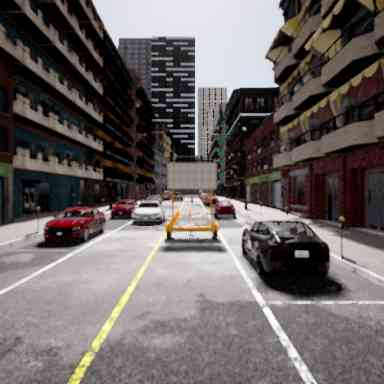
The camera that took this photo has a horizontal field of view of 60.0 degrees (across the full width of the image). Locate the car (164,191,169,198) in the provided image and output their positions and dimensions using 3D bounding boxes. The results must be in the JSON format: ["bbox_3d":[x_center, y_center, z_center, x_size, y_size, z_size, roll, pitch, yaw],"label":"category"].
[{"bbox_3d":[-5.298,0.949,66.752,1.887,1.381,4.507,1,0,0],"label":"car"}]

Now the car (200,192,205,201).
[{"bbox_3d":[2.580,1.092,49.693,1.887,1.381,4.507,1,0,0],"label":"car"}]

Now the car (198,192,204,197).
[{"bbox_3d":[2.586,0.711,95.377,1.752,1.417,4.829,0,0,0],"label":"car"}]

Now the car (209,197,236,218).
[{"bbox_3d":[2.576,1.329,26.934,1.802,1.307,4.206,1,1,0],"label":"car"}]

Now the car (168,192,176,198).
[{"bbox_3d":[-5.295,0.774,89.510,1.887,1.381,4.507,0,0,0],"label":"car"}]

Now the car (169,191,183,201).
[{"bbox_3d":[-2.768,0.779,64.032,2.097,1.767,4.553,0,0,1],"label":"car"}]

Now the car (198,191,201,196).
[{"bbox_3d":[2.582,0.975,61.241,1.752,1.417,4.829,0,0,0],"label":"car"}]

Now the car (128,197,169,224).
[{"bbox_3d":[-2.847,1.311,22.713,1.812,1.442,4.674,0,1,0],"label":"car"}]

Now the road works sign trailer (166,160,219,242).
[{"bbox_3d":[0.002,0.315,15.535,2.380,3.560,2.880,0,1,0],"label":"road works sign trailer"}]

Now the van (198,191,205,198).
[{"bbox_3d":[2.587,0.570,89.516,1.690,1.788,3.998,0,0,0],"label":"van"}]

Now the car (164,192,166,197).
[{"bbox_3d":[-5.300,1.075,49.513,1.752,1.417,4.829,1,0,0],"label":"car"}]

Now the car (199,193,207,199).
[{"bbox_3d":[2.583,0.896,78.139,1.802,1.307,4.206,0,0,0],"label":"car"}]

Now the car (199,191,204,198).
[{"bbox_3d":[2.581,1.043,55.381,1.887,1.381,4.507,1,0,0],"label":"car"}]

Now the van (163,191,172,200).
[{"bbox_3d":[-5.295,0.700,72.438,1.690,1.788,3.998,1,0,0],"label":"van"}]

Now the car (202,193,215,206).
[{"bbox_3d":[2.579,1.179,44.003,1.802,1.307,4.206,1,0,0],"label":"car"}]

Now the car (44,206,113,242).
[{"bbox_3d":[-5.305,1.396,15.545,1.887,1.381,4.507,1,1,0],"label":"car"}]

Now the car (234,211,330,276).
[{"bbox_3d":[2.574,1.470,9.866,1.947,1.339,4.313,1,1,0],"label":"car"}]

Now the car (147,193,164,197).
[{"bbox_3d":[-5.302,1.148,43.993,2.008,1.369,4.403,1,0,0],"label":"car"}]

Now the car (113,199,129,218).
[{"bbox_3d":[-5.304,1.292,26.923,1.887,1.381,4.507,1,1,0],"label":"car"}]
